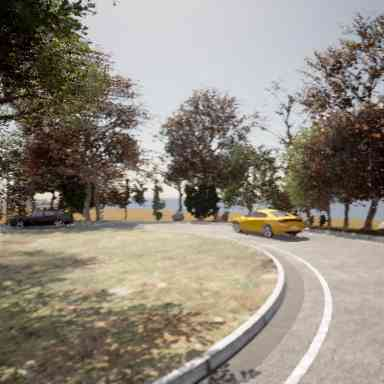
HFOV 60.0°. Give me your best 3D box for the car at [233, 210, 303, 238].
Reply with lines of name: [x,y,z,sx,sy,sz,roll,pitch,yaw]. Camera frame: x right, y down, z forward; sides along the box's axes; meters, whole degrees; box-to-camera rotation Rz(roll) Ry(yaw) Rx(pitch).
car: [4.376,1.802,19.990,1.882,1.535,5.008,0,-2,-26]

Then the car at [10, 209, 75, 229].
car: [-12.531,2.232,27.989,5.008,1.535,1.882,-1,-2,-7]
